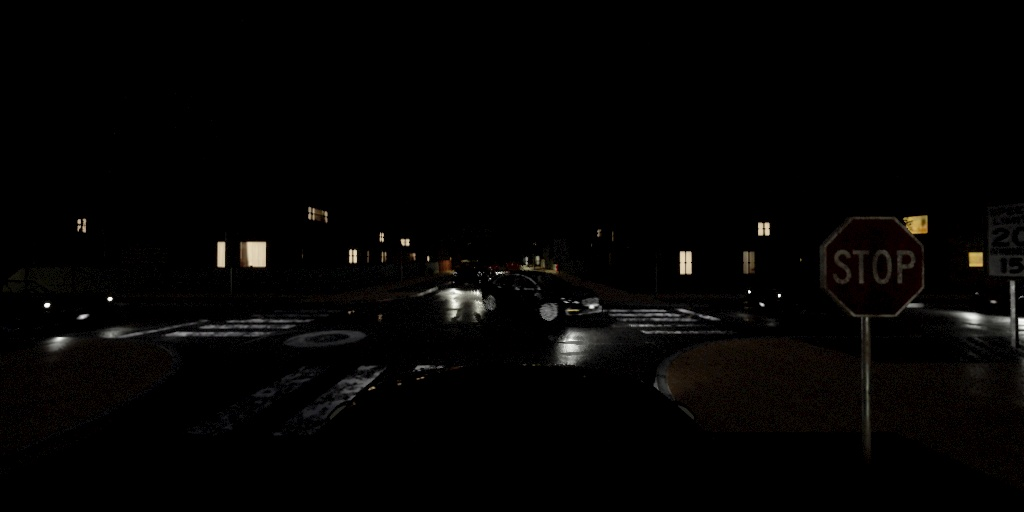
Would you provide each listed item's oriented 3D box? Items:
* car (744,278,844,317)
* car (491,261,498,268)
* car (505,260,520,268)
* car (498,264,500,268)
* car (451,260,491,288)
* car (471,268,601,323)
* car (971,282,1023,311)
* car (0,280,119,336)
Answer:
[{"bbox_3d":[11.273,1.458,13.120,4.718,1.301,1.895,0,-1,-3],"label":"car"},{"bbox_3d":[-2.829,1.223,36.191,2.097,1.767,4.553,0,0,0],"label":"car"},{"bbox_3d":[0.077,1.344,54.789,2.097,1.767,4.553,0,0,1],"label":"car"},{"bbox_3d":[-2.791,1.489,50.993,1.812,1.442,4.674,0,-1,0],"label":"car"},{"bbox_3d":[-2.839,1.172,24.638,2.097,1.767,4.553,0,0,0],"label":"car"},{"bbox_3d":[0.809,1.306,12.569,1.837,1.490,4.892,0,-1,-40],"label":"car"},{"bbox_3d":[20.237,1.429,13.409,4.674,1.442,1.812,0,-1,-2],"label":"car"},{"bbox_3d":[-13.627,1.291,9.463,4.718,1.301,1.895,0,-1,-3],"label":"car"}]
